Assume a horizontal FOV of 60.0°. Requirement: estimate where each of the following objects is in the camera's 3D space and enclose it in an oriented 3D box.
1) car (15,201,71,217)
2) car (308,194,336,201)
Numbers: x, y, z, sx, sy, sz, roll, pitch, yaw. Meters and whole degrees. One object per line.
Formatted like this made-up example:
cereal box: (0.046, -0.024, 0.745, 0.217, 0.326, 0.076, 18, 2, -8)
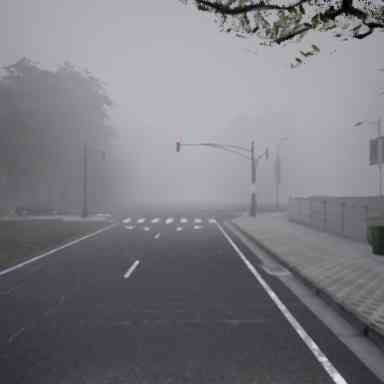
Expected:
car: (-13.948, 1.630, 31.332, 4.892, 1.490, 1.837, 1, -1, 0)
car: (12.861, 1.043, 31.249, 4.553, 1.767, 2.097, -1, -1, 0)
